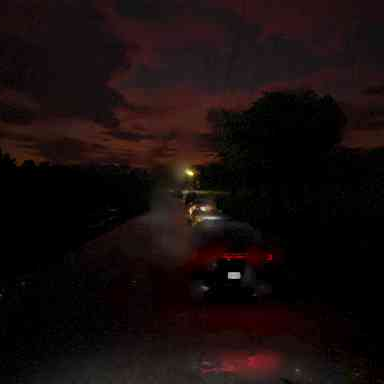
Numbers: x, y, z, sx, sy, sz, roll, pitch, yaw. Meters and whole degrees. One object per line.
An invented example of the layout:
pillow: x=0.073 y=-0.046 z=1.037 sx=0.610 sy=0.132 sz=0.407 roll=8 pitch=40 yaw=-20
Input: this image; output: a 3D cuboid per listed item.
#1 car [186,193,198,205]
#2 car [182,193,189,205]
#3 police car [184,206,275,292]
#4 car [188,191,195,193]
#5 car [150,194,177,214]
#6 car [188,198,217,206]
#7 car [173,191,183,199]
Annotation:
car: x=0.801 y=1.211 z=24.901 sx=2.097 sy=1.767 sz=4.553 roll=0 pitch=1 yaw=0
car: x=-0.003 y=1.150 z=46.640 sx=1.895 sy=1.301 sz=4.718 roll=0 pitch=1 yaw=1
police car: x=0.816 y=1.402 z=9.040 sx=1.930 sy=1.638 sz=5.238 roll=0 pitch=0 yaw=0
car: x=-0.061 y=0.574 z=65.745 sx=2.033 sy=1.411 sz=5.357 roll=0 pitch=2 yaw=0
car: x=-2.880 y=1.277 z=31.821 sx=2.128 sy=1.511 sz=4.902 roll=0 pitch=1 yaw=0
car: x=0.807 y=1.368 z=19.120 sx=1.801 sy=1.575 sz=5.366 roll=0 pitch=1 yaw=0
car: x=-2.811 y=0.513 z=65.489 sx=1.882 sy=1.535 sz=5.008 roll=0 pitch=2 yaw=0
